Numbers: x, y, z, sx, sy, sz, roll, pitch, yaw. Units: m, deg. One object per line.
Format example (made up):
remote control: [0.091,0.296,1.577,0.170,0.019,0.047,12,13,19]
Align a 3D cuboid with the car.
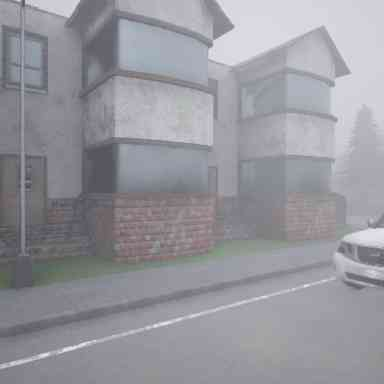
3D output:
car: [5.791,1.221,7.901,5.566,2.045,2.150,0,0,-33]
